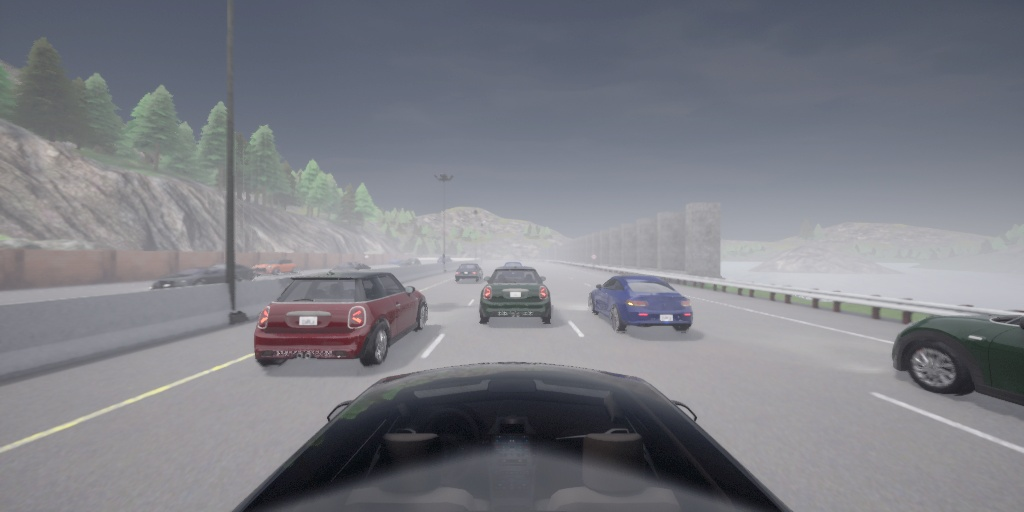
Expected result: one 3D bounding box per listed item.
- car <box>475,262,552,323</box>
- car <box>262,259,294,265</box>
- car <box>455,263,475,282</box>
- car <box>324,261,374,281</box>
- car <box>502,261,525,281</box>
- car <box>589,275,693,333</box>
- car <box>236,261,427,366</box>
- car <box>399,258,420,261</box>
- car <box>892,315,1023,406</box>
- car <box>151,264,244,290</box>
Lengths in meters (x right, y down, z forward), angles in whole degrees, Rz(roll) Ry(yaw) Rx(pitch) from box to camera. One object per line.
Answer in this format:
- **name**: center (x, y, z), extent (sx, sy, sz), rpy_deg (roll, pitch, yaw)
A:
- **car**: center (0.101, 1.102, 12.190), extent (2.097, 1.767, 4.553), rpy_deg (0, 0, 0)
- **car**: center (-24.546, 1.100, 37.208), extent (2.097, 1.767, 4.553), rpy_deg (0, 0, 1)
- **car**: center (-3.401, 1.298, 28.981), extent (2.033, 1.411, 5.357), rpy_deg (0, 0, 0)
- **car**: center (-14.081, 1.242, 31.365), extent (2.128, 1.511, 4.902), rpy_deg (0, 0, 0)
- **car**: center (0.103, 1.229, 31.460), extent (1.882, 1.535, 5.008), rpy_deg (0, 0, 0)
- **car**: center (3.601, 1.276, 10.665), extent (1.812, 1.442, 4.674), rpy_deg (0, 0, 0)
- **car**: center (-3.398, 1.102, 8.106), extent (2.097, 1.767, 4.553), rpy_deg (0, 0, 0)
- **car**: center (-17.014, 1.103, 61.195), extent (2.097, 1.767, 4.553), rpy_deg (0, 0, 2)
- **car**: center (7.101, 1.103, 3.781), extent (2.097, 1.767, 4.553), rpy_deg (0, 0, 0)
- **car**: center (-17.597, 1.313, 20.259), extent (1.994, 1.385, 4.181), rpy_deg (0, 0, 0)
